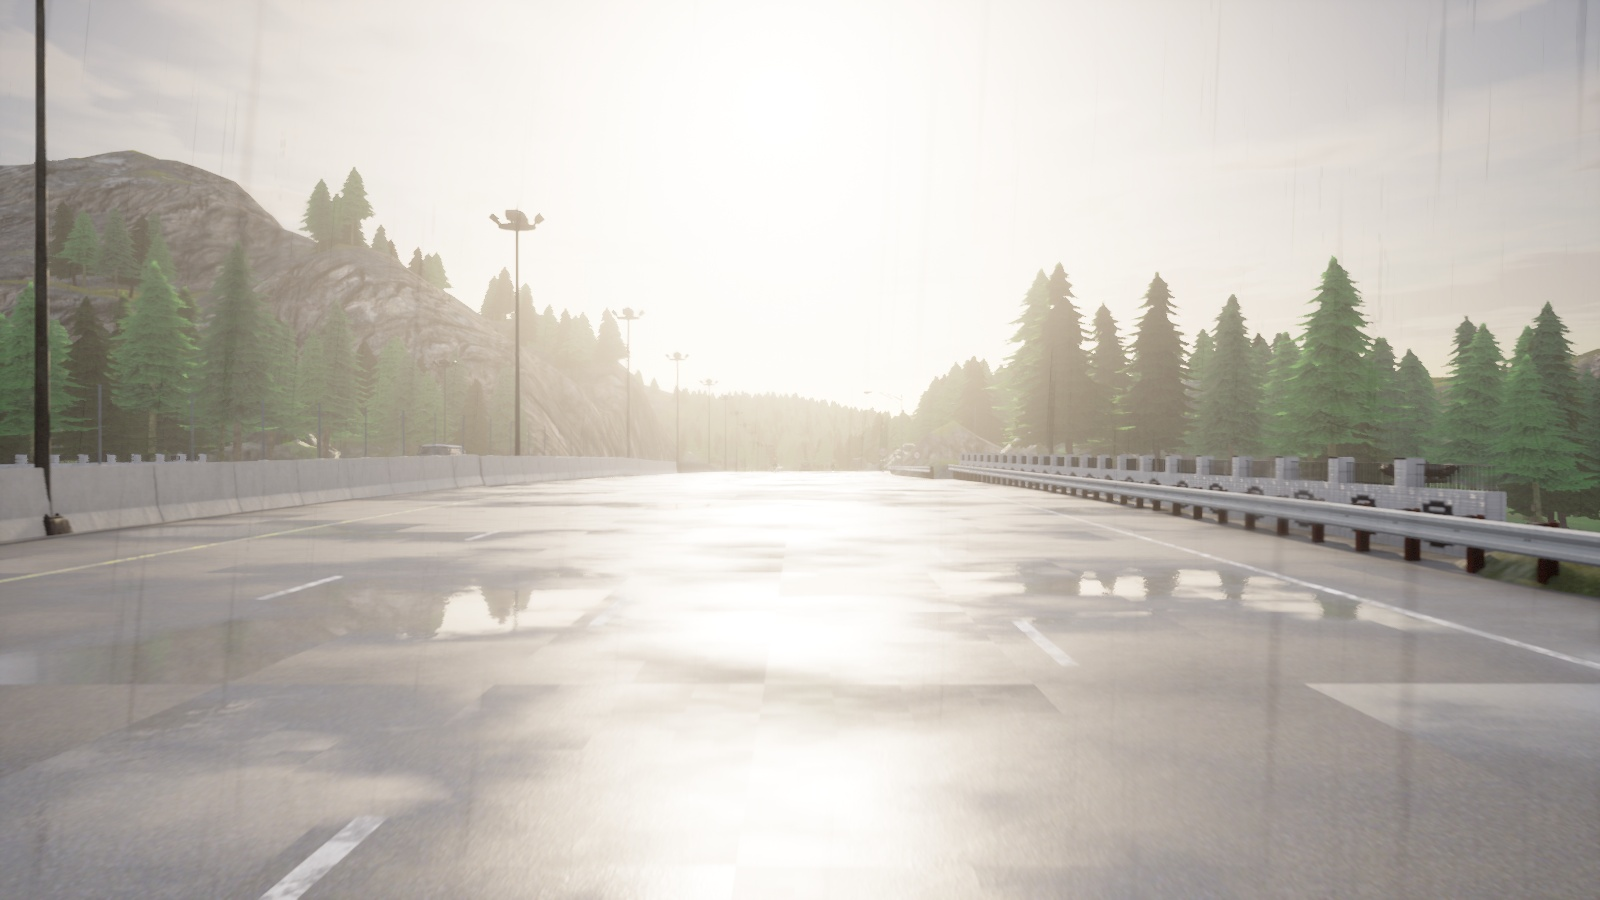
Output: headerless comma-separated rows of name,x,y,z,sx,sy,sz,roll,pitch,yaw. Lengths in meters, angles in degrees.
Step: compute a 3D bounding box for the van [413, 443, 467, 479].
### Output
van,-20.582,0.626,71.893,1.775,1.987,4.442,0,-1,0
